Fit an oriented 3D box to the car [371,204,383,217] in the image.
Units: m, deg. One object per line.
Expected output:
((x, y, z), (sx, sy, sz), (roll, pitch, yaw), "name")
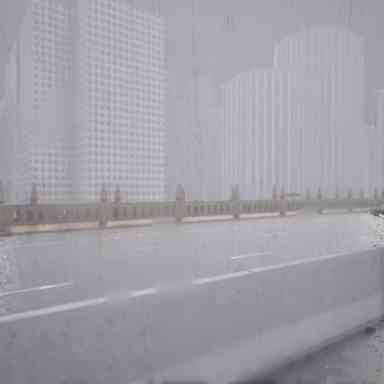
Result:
((18.232, 1.549, 29.887), (5.357, 1.411, 2.033), (0, 0, -35), "car")
